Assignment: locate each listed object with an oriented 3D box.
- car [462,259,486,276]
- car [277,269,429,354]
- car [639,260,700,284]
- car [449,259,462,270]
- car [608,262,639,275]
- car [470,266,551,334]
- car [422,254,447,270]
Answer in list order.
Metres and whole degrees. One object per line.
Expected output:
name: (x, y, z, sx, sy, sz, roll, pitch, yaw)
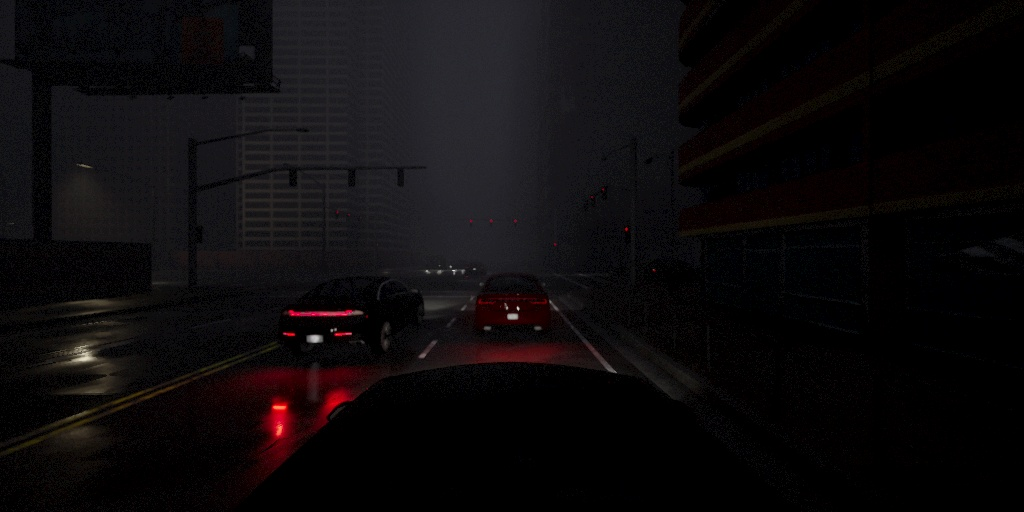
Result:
car: (-3.651, 1.260, 36.758, 1.994, 1.385, 4.181, 0, 0, 0)
car: (-3.476, 1.231, 8.694, 2.128, 1.511, 4.902, 0, 0, -1)
car: (12.059, 1.064, 26.100, 4.553, 1.767, 2.097, 0, 0, -1)
car: (-7.436, 1.221, 52.018, 2.033, 1.411, 5.357, 0, 0, 0)
car: (12.420, 1.297, 36.856, 4.718, 1.301, 1.895, 0, 0, 0)
car: (0.013, 1.214, 10.581, 1.882, 1.535, 5.008, 0, 0, 0)
car: (-10.931, 0.895, 51.989, 2.150, 2.045, 5.566, 0, 0, 0)
